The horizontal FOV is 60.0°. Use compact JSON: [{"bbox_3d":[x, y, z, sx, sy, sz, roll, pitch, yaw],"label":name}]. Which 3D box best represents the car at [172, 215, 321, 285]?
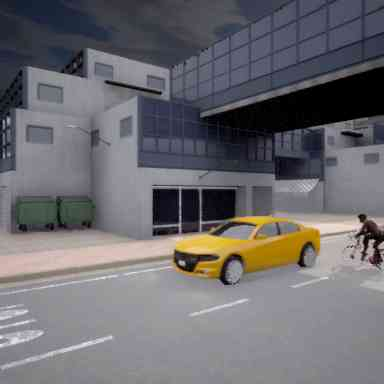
[{"bbox_3d":[1.748,1.478,9.702,5.008,1.535,1.882,0,0,-37],"label":"car"}]

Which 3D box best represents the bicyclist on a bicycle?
[{"bbox_3d":[5.072,1.455,9.548,0.582,1.620,1.656,0,-2,-37],"label":"bicyclist on a bicycle"}]
